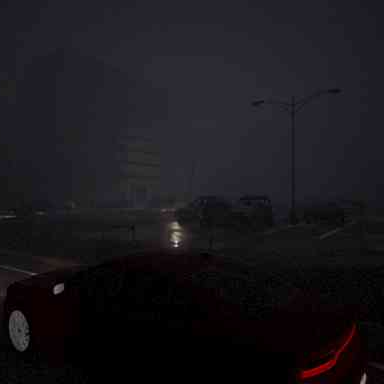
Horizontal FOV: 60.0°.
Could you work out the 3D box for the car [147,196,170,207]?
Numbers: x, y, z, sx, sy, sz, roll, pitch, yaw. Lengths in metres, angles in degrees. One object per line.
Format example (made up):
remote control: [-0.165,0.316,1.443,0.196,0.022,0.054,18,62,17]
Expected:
car: [-4.698,1.492,50.230,2.128,1.511,4.902,0,0,34]

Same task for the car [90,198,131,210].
car: [-10.372,1.601,41.800,1.895,1.301,4.718,0,0,34]

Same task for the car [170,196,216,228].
car: [0.953,1.153,20.722,1.932,1.855,4.605,0,0,34]

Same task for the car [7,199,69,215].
car: [-15.715,1.547,33.838,2.033,1.411,5.357,0,0,34]

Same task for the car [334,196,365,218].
car: [15.344,1.395,32.012,1.970,1.475,3.806,0,0,34]

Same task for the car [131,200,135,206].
car: [-10.505,1.547,47.882,2.033,1.411,5.357,0,0,33]

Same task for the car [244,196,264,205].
car: [11.509,1.526,61.496,1.812,1.442,4.674,0,0,34]

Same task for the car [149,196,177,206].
car: [-4.797,1.492,56.319,2.128,1.511,4.902,0,0,34]

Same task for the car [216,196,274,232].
car: [3.321,1.156,19.057,1.905,1.878,3.866,0,0,34]

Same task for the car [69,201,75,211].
car: [-16.166,1.526,39.426,1.812,1.442,4.674,0,0,34]

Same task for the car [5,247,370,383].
car: [-0.520,1.478,4.360,5.008,1.535,1.882,0,0,35]

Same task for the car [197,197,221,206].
car: [2.798,1.526,54.773,1.812,1.442,4.674,0,0,34]

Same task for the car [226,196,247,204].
car: [8.545,1.492,63.351,2.128,1.511,4.902,0,0,34]
